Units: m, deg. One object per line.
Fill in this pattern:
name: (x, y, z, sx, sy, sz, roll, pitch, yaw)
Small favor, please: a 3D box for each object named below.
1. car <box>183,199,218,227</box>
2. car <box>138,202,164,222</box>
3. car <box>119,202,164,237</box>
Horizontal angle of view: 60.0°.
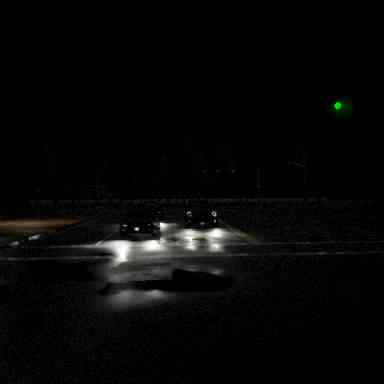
car: (0.499, 1.387, 22.847, 2.097, 1.767, 4.553, 0, 0, -4)
car: (-3.318, 1.592, 27.749, 1.812, 1.442, 4.674, 0, 0, -3)
car: (-2.771, 1.552, 18.514, 1.837, 1.490, 4.892, 0, 0, -2)
